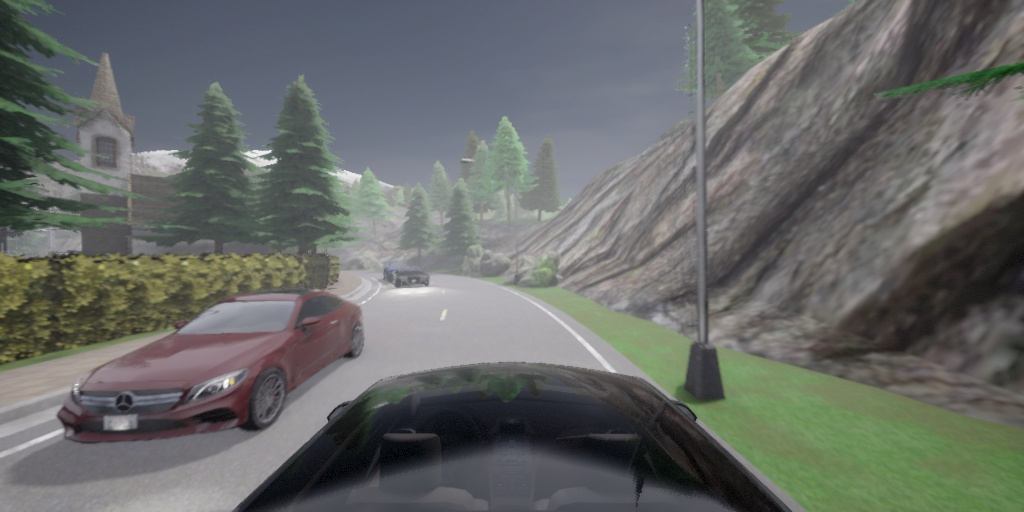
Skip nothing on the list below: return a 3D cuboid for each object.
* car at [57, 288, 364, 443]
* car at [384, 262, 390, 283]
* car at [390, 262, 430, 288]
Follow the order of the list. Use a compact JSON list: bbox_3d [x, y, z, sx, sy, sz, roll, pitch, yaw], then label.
[{"bbox_3d":[-3.843,1.298,5.702,1.812,1.442,4.674,-1,0,-4],"label":"car"},{"bbox_3d":[-8.862,1.174,27.968,1.882,1.535,5.008,-1,0,-24],"label":"car"},{"bbox_3d":[-6.635,1.275,23.404,1.994,1.385,4.181,-1,1,-22],"label":"car"}]
